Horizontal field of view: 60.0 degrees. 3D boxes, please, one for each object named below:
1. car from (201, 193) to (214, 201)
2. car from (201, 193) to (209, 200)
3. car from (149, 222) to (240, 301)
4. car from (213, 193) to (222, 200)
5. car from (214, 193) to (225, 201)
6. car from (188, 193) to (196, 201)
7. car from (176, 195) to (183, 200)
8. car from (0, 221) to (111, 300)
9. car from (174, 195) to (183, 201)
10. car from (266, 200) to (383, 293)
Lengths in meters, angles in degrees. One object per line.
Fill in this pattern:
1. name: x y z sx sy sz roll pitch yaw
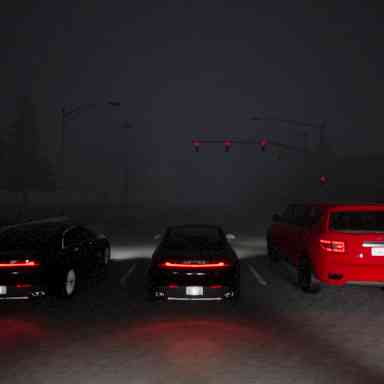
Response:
1. car: 3.530 1.347 81.812 2.097 1.767 4.553 0 0 0
2. car: 3.534 1.187 91.816 2.097 1.767 4.553 0 0 0
3. car: 0.065 1.505 8.323 1.837 1.490 4.892 0 0 0
4. car: 7.034 1.187 91.814 2.097 1.767 4.553 0 0 0
5. car: 7.030 1.491 81.424 1.837 1.490 4.892 0 0 0
6. car: 0.030 1.516 81.427 2.128 1.511 4.902 0 0 0
7. car: -3.466 1.427 91.878 1.895 1.301 4.718 0 0 0
8. car: -3.435 1.505 8.377 1.837 1.490 4.892 0 0 0
9. car: -3.470 1.516 81.845 1.812 1.442 4.674 0 0 0
10. car: 3.569 1.221 8.970 2.150 2.045 5.566 0 0 0
